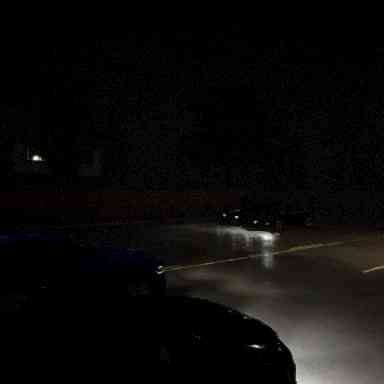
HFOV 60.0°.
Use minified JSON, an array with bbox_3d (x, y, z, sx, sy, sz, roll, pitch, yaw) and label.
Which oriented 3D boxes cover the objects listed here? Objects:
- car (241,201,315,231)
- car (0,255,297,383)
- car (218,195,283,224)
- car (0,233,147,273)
[{"bbox_3d":[5.662,1.512,20.801,4.892,1.490,1.837,0,0,-36],"label":"car"},{"bbox_3d":[-0.994,1.564,2.909,4.181,1.385,1.994,0,0,-36],"label":"car"},{"bbox_3d":[4.462,1.229,24.244,5.566,2.045,2.150,0,0,-36],"label":"car"},{"bbox_3d":[-2.826,1.478,5.902,5.008,1.535,1.882,0,0,-35],"label":"car"}]
